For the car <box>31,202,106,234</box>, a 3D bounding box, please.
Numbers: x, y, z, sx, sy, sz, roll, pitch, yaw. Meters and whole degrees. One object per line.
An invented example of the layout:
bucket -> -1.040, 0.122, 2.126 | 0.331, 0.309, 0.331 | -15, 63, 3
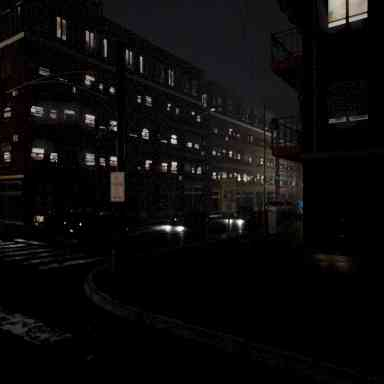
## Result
car -> -7.679, 1.604, 21.591 | 2.192, 1.841, 5.009 | -1, -2, 35

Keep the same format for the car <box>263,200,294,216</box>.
car -> 11.715, 2.050, 44.700 | 2.150, 2.045, 5.566 | 0, -1, 35

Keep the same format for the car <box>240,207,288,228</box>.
car -> 5.712, 2.048, 26.167 | 1.802, 1.307, 4.206 | -2, -2, 35

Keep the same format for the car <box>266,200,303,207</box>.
car -> 10.203, 1.907, 37.032 | 2.150, 2.045, 5.566 | 0, -1, 35

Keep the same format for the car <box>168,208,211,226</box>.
car -> -0.176, 2.014, 27.780 | 1.994, 1.385, 4.181 | 0, -1, 34

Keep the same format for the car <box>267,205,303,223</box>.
car -> 8.969, 2.121, 30.826 | 2.008, 1.369, 4.403 | -2, -2, 35

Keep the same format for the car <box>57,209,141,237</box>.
car -> -5.417, 1.885, 20.308 | 1.895, 1.301, 4.718 | 0, -1, 36

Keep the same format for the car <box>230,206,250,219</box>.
car -> 5.537, 2.196, 35.955 | 1.994, 1.385, 4.181 | 0, -1, 34

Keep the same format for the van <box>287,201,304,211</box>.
van -> 18.377, 2.464, 58.855 | 1.690, 1.788, 3.998 | -1, -2, 35
